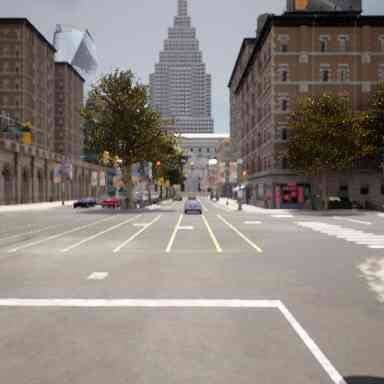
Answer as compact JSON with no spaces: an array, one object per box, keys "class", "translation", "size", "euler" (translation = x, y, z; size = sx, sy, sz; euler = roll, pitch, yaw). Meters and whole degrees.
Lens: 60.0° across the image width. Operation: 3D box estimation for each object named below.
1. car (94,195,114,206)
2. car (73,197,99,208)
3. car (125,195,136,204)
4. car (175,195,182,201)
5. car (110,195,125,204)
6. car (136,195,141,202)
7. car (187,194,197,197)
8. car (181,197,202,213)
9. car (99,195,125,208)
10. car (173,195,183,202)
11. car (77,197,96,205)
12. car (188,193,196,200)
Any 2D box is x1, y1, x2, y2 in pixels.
[{"class":"car","translation":[-14.990,1.346,56.840],"size":[2.097,1.767,4.553],"euler":[0,0,0]},{"class":"car","translation":[-15.064,1.595,46.732],"size":[1.895,1.301,4.718],"euler":[0,0,0]},{"class":"car","translation":[-11.490,1.498,57.755],"size":[1.837,1.490,4.892],"euler":[0,0,0]},{"class":"car","translation":[-3.484,1.490,87.345],"size":[1.837,1.490,4.892],"euler":[0,0,0]},{"class":"car","translation":[-14.988,1.470,66.940],"size":[1.882,1.535,5.008],"euler":[0,0,0]},{"class":"car","translation":[-11.488,1.344,67.744],"size":[2.097,1.767,4.553],"euler":[0,0,0]},{"class":"car","translation":[0.014,1.341,78.261],"size":[2.097,1.767,4.553],"euler":[0,0,0]},{"class":"car","translation":[0.107,1.543,36.820],"size":[2.033,1.411,5.357],"euler":[0,0,0]},{"class":"car","translation":[-11.560,1.472,47.957],"size":[1.882,1.535,5.008],"euler":[0,0,0]},{"class":"car","translation":[-3.486,1.531,77.860],"size":[2.033,1.411,5.357],"euler":[0,0,0]},{"class":"car","translation":[-18.239,1.588,57.847],"size":[1.895,1.301,4.718],"euler":[0,0,0]},{"class":"car","translation":[0.016,1.178,87.014],"size":[2.097,1.767,4.553],"euler":[0,0,0]}]
